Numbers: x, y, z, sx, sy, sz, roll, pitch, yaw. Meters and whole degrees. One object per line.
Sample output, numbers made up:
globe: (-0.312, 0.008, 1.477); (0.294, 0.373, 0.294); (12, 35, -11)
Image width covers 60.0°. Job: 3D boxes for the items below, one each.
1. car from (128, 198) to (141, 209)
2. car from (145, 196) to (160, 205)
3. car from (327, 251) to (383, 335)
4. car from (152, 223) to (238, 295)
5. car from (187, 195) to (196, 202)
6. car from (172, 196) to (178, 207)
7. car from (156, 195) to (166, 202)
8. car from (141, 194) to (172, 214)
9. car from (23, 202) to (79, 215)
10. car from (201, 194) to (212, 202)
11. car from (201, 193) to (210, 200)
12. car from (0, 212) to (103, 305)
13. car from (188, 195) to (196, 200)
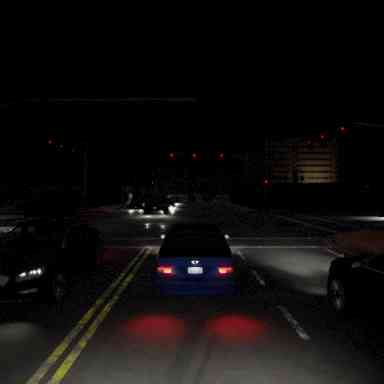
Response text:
car: (-7.143, 1.537, 44.445); (2.033, 1.411, 5.357); (0, 0, 0)
car: (-7.126, 1.534, 60.804); (2.033, 1.411, 5.357); (0, 0, 0)
car: (3.558, 1.490, 4.640); (2.128, 1.511, 4.902); (0, 0, 0)
car: (0.074, 1.545, 8.882); (2.033, 1.411, 5.357); (0, 0, 0)
car: (-0.072, 1.515, 74.382); (2.033, 1.411, 5.357); (0, 0, 0)
car: (-3.646, 1.589, 51.476); (1.895, 1.301, 4.718); (0, 0, 0)
car: (-7.074, 1.474, 76.337); (1.837, 1.490, 4.892); (0, 0, 0)
car: (-3.634, 1.214, 35.261); (2.150, 2.045, 5.566); (0, 0, 0)
car: (-13.115, 1.594, 31.073); (4.718, 1.301, 1.895); (0, 0, -16)
car: (3.428, 1.327, 74.675); (2.097, 1.767, 4.553); (0, 0, 0)
car: (3.418, 1.209, 84.631); (2.097, 1.767, 4.553); (0, 0, 0)
car: (-3.608, 1.489, 8.270); (2.128, 1.511, 4.902); (0, 0, 0)
car: (-0.082, 1.406, 84.656); (1.994, 1.385, 4.181); (0, 0, 0)
